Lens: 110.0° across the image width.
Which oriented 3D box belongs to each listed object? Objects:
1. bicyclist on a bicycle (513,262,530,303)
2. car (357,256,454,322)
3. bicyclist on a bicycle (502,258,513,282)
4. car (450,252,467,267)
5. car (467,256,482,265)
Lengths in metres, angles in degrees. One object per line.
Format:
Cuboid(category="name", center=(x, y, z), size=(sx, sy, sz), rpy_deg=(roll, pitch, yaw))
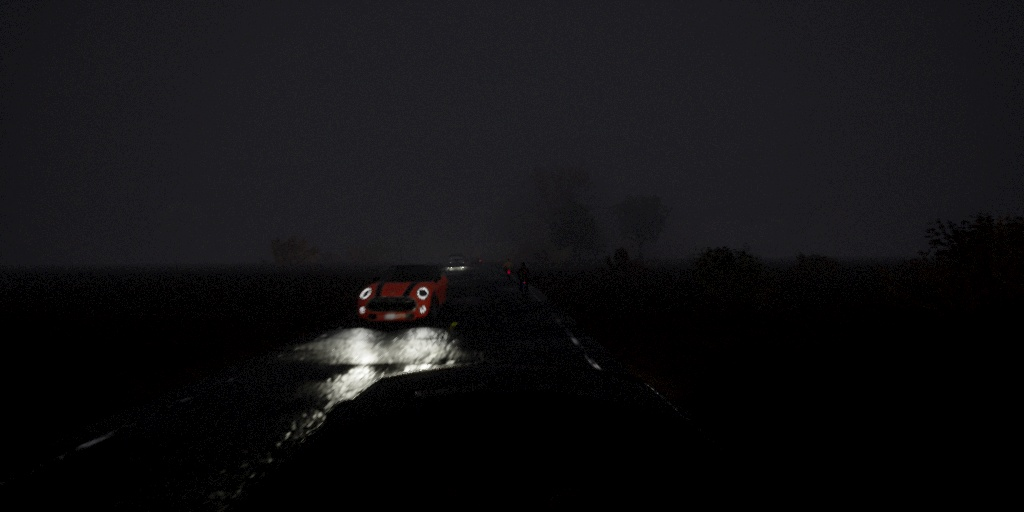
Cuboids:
Cuboid(category="bicyclist on a bicycle", center=(0.477, 1.071, 14.607), size=(0.582, 1.620, 1.656), rpy_deg=(0, 0, -3))
Cuboid(category="car", center=(-3.359, 1.016, 11.890), size=(2.097, 1.767, 4.553), rpy_deg=(0, 1, -2))
Cuboid(category="bicyclist on a bicycle", center=(-0.250, 0.956, 24.798), size=(0.866, 1.612, 1.509), rpy_deg=(0, 1, -5))
Cuboid(category="car", center=(-8.322, 0.498, 53.656), size=(2.150, 2.045, 5.566), rpy_deg=(0, 1, -11))
Cuboid(category="car", center=(-6.019, 0.776, 57.831), size=(2.033, 1.411, 5.357), rpy_deg=(0, 1, -12))
